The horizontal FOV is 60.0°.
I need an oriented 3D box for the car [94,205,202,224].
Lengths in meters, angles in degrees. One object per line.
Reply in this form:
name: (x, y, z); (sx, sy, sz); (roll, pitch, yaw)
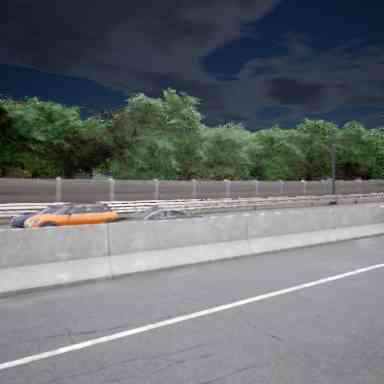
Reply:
car: (-1.706, 1.464, 15.622); (4.902, 1.511, 2.128); (0, 0, -35)

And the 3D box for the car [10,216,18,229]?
car: (-8.100, 1.507, 19.682); (4.674, 1.442, 1.812); (0, 0, -35)

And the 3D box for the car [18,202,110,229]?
car: (-6.005, 1.334, 16.874); (4.553, 1.767, 2.097); (0, 0, -35)
